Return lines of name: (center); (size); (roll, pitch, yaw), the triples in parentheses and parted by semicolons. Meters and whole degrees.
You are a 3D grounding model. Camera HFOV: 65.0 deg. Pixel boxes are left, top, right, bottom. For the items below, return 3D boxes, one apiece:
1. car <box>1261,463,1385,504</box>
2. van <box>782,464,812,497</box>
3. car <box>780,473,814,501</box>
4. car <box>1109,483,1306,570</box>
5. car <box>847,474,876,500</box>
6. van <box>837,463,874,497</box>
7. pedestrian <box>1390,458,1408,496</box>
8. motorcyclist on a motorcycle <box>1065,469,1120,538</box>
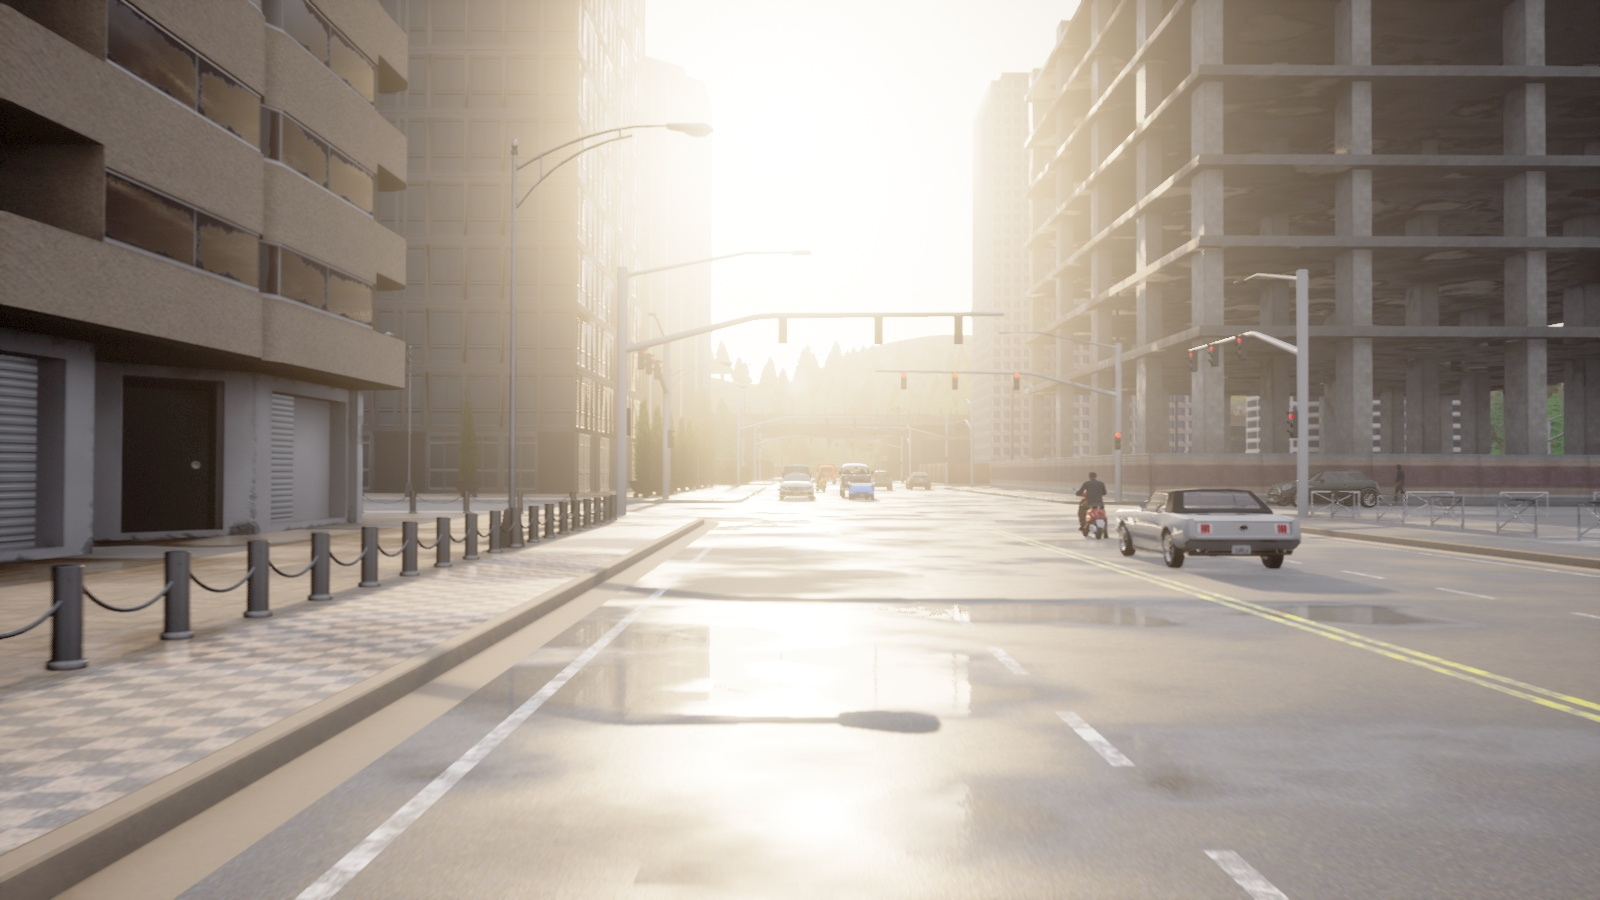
car: (22.928, 1.450, 55.212); (4.553, 1.767, 2.097); (0, -1, 0)
van: (-0.189, 1.860, 77.305); (1.775, 1.987, 4.442); (0, -1, 0)
car: (-0.166, 1.985, 68.333); (1.812, 1.442, 4.674); (0, -1, 0)
car: (6.947, 1.256, 21.997); (1.895, 1.301, 4.718); (0, -1, 0)
car: (3.334, 2.004, 68.543); (1.481, 1.376, 2.207); (0, -1, 0)
van: (3.314, 1.793, 75.773); (2.069, 2.038, 4.480); (0, -1, 0)
pedestrian: (28.952, 1.321, 60.707); (0.726, 1.835, 0.370); (0, -1, 15)
motorcyclist on a motorcycle: (6.927, 1.239, 29.812); (0.866, 1.590, 1.817); (0, -1, 0)
